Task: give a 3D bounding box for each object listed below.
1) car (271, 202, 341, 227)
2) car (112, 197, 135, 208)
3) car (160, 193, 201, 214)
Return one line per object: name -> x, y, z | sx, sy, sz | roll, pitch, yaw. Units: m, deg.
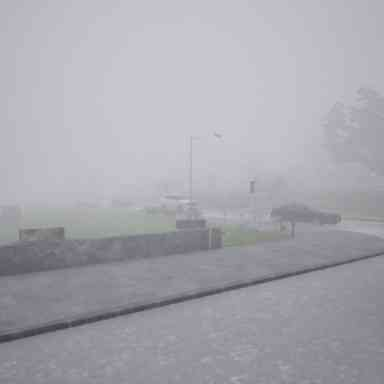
car -> 7.848, 1.477, 23.231 | 1.882, 1.535, 5.008 | 0, 0, -36
car -> -10.019, 1.477, 48.271 | 1.882, 1.535, 5.008 | 0, 0, -35
car -> -1.371, 1.214, 36.111 | 2.150, 2.045, 5.566 | 0, 1, -35
